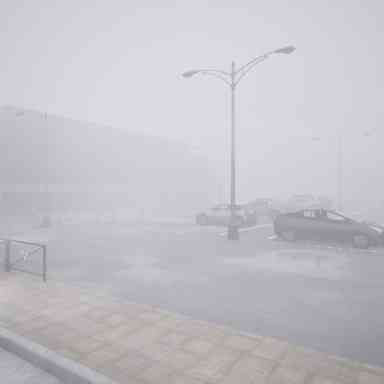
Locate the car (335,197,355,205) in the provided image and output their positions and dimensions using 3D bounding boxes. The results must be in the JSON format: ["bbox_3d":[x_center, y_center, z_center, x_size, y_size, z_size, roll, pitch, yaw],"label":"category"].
[{"bbox_3d":[24.976,1.565,55.076,3.633,1.501,1.845,0,0,35],"label":"car"}]

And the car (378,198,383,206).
[{"bbox_3d":[29.351,1.576,48.383,3.806,1.475,1.970,0,0,35],"label":"car"}]

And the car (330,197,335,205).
[{"bbox_3d":[14.218,1.289,39.922,4.605,1.855,1.932,0,0,35],"label":"car"}]

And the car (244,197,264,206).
[{"bbox_3d":[11.065,1.702,59.236,1.812,1.442,4.674,0,0,35],"label":"car"}]

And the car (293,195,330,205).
[{"bbox_3d":[12.892,1.269,37.304,3.866,1.878,1.905,0,0,35],"label":"car"}]

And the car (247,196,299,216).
[{"bbox_3d":[5.563,1.345,26.817,5.027,1.636,2.152,0,0,35],"label":"car"}]

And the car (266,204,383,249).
[{"bbox_3d":[5.832,1.490,14.331,4.514,1.523,2.007,0,0,35],"label":"car"}]

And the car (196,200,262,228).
[{"bbox_3d":[2.152,1.424,21.371,3.806,1.475,1.970,0,0,35],"label":"car"}]
